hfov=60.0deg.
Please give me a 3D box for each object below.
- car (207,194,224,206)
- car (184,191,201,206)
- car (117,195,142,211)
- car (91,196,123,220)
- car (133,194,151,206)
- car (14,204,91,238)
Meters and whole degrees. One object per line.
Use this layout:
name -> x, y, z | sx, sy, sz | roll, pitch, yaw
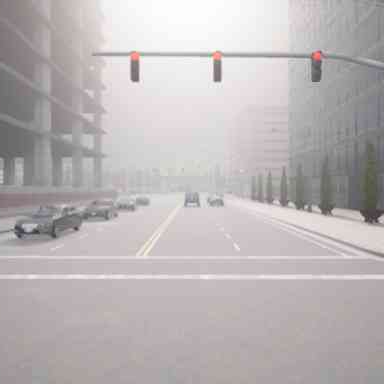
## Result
car -> 3.505, 1.214, 47.205 | 1.812, 1.442, 4.674 | 0, 0, 0
car -> 0.005, 0.914, 46.624 | 2.150, 2.045, 5.566 | 0, 0, 0
car -> -7.079, 1.325, 36.168 | 1.994, 1.385, 4.181 | 0, 0, 0
car -> -7.083, 1.331, 26.283 | 1.837, 1.490, 4.892 | 0, 0, 0
car -> -7.022, 1.292, 46.902 | 1.895, 1.301, 4.718 | 0, 0, 0
car -> -7.086, 1.380, 16.898 | 2.128, 1.511, 4.902 | 0, 0, 0
